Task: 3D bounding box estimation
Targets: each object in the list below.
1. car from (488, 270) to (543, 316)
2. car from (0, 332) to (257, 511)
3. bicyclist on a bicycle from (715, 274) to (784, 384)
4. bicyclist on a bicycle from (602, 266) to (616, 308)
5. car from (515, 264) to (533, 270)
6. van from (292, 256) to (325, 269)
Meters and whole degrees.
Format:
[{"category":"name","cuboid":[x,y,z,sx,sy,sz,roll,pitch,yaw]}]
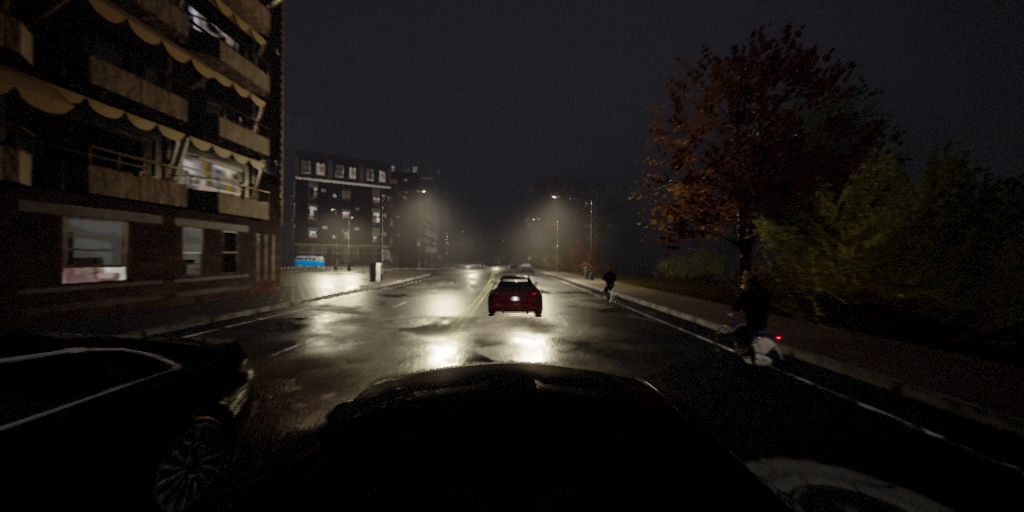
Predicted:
[{"category":"car","cuboid":[0.109,1.445,14.142,1.994,1.385,4.181,0,-1,0]},{"category":"car","cuboid":[-3.402,1.210,1.411,2.128,1.511,4.902,0,0,1]},{"category":"bicyclist on a bicycle","cuboid":[4.143,1.203,6.405,0.659,1.776,1.843,0,0,1]},{"category":"bicyclist on a bicycle","cuboid":[4.154,1.298,15.479,0.659,1.776,1.843,0,0,0]},{"category":"car","cuboid":[2.064,1.850,54.365,2.033,1.411,5.357,0,-1,-4]},{"category":"van","cuboid":[-28.809,0.926,50.936,3.998,1.789,1.690,0,0,-32]}]
